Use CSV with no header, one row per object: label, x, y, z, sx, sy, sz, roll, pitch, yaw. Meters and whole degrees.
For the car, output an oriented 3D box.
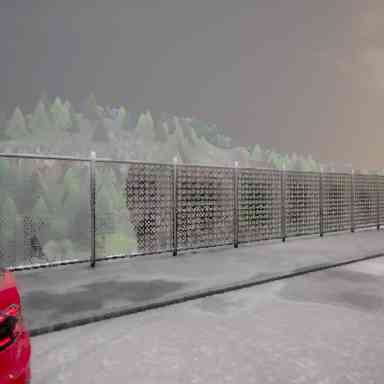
car,-3.949,1.222,1.793,5.566,2.045,2.150,0,0,-35
